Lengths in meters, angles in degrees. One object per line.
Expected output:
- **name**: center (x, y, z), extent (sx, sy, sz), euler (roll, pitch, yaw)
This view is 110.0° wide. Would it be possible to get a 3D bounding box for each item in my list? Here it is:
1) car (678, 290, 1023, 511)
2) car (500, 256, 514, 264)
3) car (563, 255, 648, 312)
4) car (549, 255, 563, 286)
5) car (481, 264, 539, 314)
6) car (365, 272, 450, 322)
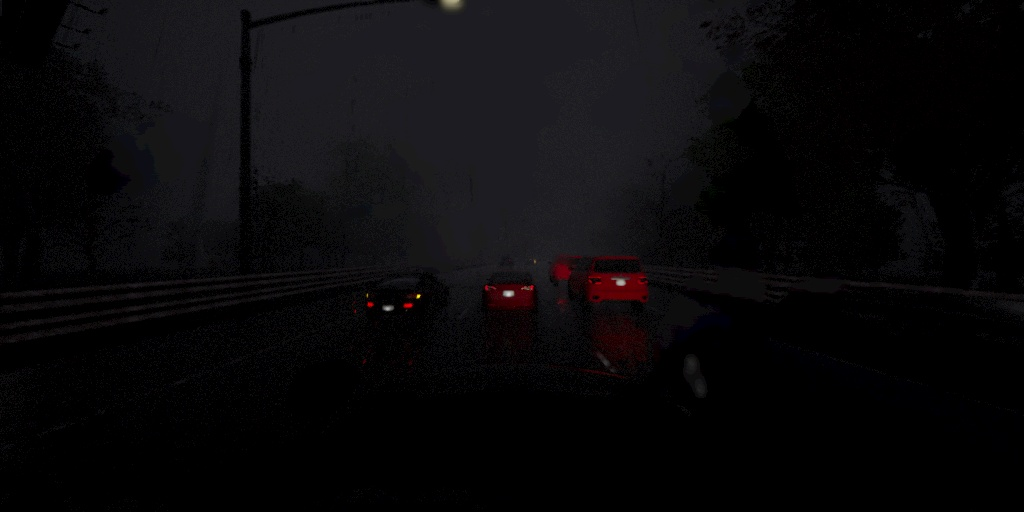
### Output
- **car**: center (3.496, 1.106, 3.466), extent (2.097, 1.767, 4.553), euler (0, 0, 0)
- **car**: center (-0.881, 0.971, 64.953), extent (2.150, 2.045, 5.566), euler (1, 0, 5)
- **car**: center (3.601, 0.970, 14.404), extent (2.150, 2.045, 5.566), euler (0, 0, 1)
- **car**: center (3.858, 0.969, 25.278), extent (2.150, 2.045, 5.566), euler (0, 0, 2)
- **car**: center (-0.023, 1.248, 13.878), extent (2.163, 1.488, 4.792), euler (0, 0, 2)
- **car**: center (-3.343, 1.245, 12.107), extent (1.812, 1.442, 4.674), euler (2, 0, 1)
